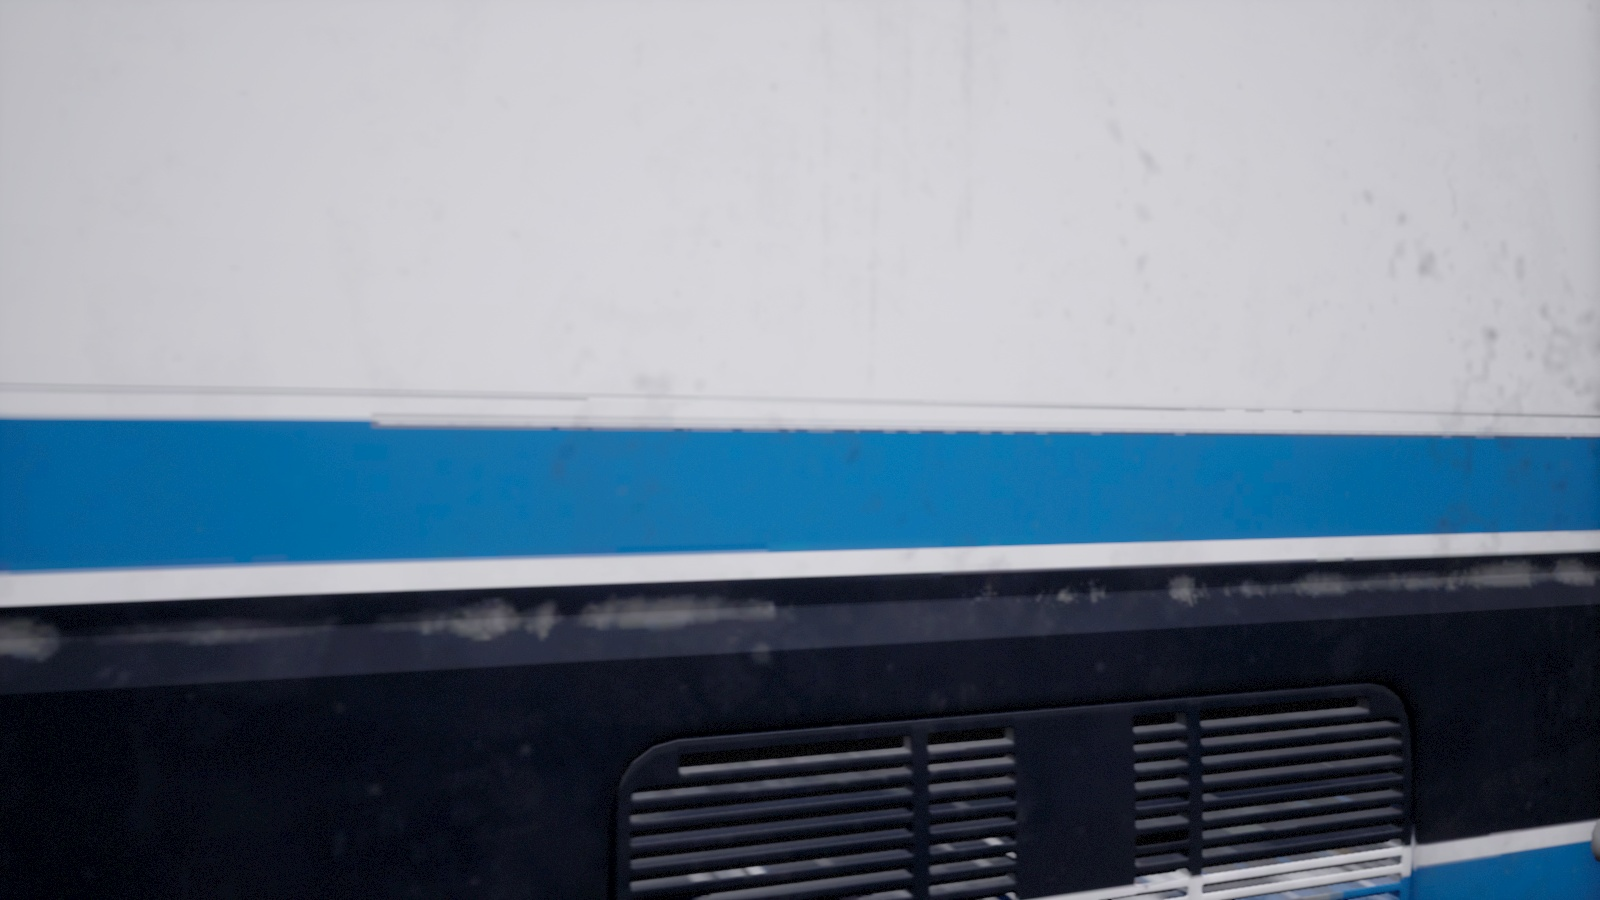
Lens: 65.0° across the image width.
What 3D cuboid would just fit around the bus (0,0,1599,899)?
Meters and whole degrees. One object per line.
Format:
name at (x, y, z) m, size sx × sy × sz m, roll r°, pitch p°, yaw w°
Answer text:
bus at (-0.909, -0.617, 2.877) m, size 10.273 × 4.253 × 3.944 m, roll -1°, pitch 1°, yaw -21°
